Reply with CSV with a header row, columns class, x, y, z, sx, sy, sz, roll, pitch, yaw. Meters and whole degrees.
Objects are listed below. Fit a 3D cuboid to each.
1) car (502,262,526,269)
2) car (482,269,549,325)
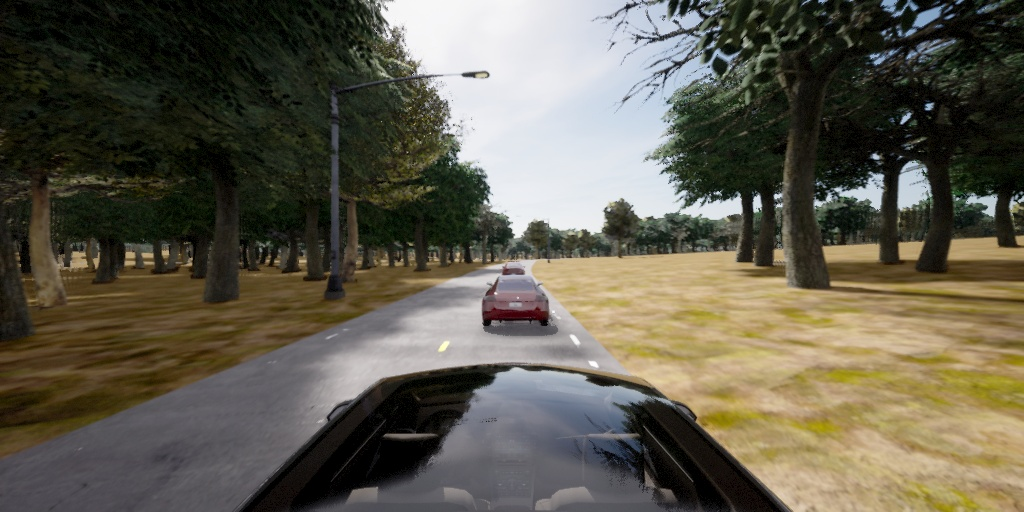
class,x,y,z,sx,sy,sz,roll,pitch,yaw
car,0.143,1.237,29.263,1.812,1.442,4.674,0,0,1
car,0.100,1.307,11.849,1.994,1.385,4.181,0,0,0
